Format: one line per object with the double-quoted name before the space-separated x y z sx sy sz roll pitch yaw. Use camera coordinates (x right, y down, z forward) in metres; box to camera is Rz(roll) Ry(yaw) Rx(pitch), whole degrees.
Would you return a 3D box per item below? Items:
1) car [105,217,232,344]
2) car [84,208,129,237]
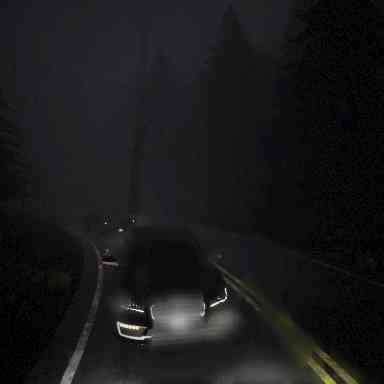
"car" -0.647 1.494 6.811 1.837 1.490 4.892 -1 0 -11
"car" -4.640 1.610 18.552 1.895 1.301 4.718 -3 1 -29
